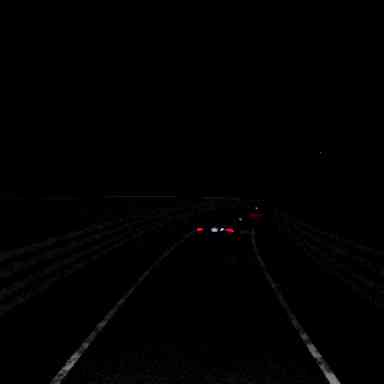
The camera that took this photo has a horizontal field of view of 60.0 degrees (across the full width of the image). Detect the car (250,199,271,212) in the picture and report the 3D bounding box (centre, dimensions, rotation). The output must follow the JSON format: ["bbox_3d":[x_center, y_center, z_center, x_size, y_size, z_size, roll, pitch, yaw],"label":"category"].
[{"bbox_3d":[8.280,1.604,40.103,1.837,1.490,4.892,0,0,23],"label":"car"}]

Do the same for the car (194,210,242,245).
[{"bbox_3d":[1.322,1.568,15.737,2.033,1.411,5.357,0,0,10],"label":"car"}]
